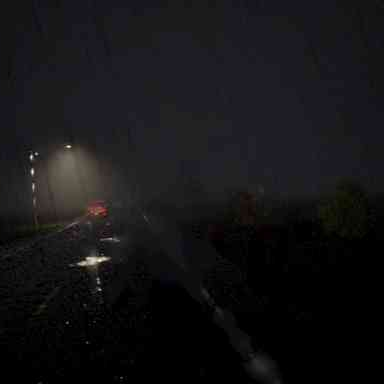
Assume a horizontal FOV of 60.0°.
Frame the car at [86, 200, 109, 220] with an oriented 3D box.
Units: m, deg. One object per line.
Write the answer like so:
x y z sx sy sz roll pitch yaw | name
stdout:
-11.045 2.052 39.146 2.150 2.045 5.566 -4 0 -11 | car
